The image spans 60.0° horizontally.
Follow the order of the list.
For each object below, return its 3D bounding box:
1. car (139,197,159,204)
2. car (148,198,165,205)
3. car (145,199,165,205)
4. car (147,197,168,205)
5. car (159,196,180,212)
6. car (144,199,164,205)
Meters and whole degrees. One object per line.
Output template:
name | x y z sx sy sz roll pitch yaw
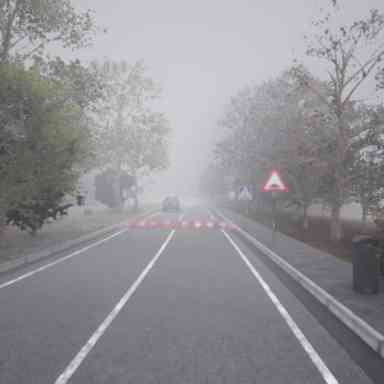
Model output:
car | -9.371 2.389 81.184 5.366 1.575 1.946 0 -2 0
car | -9.533 2.560 89.503 4.553 1.767 2.185 0 -2 0
car | -9.527 2.579 86.723 5.008 1.535 2.097 0 -2 0
car | -9.455 2.546 92.277 5.566 2.045 2.435 0 -2 0
car | -2.772 1.620 45.368 2.150 2.045 5.566 0 -1 1
car | -9.544 2.482 83.953 4.892 1.521 2.231 0 -2 0
